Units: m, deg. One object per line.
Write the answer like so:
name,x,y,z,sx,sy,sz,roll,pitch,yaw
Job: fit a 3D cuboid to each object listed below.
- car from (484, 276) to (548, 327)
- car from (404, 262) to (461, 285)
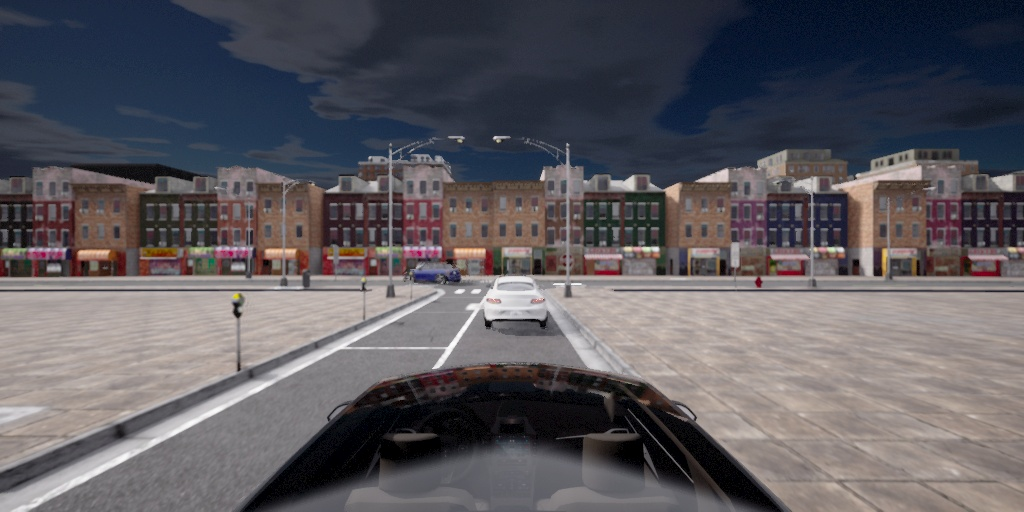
car,0.107,1.370,11.754,1.812,1.442,4.674,0,0,0
car,-6.484,1.341,28.983,4.553,1.767,2.097,0,0,24
